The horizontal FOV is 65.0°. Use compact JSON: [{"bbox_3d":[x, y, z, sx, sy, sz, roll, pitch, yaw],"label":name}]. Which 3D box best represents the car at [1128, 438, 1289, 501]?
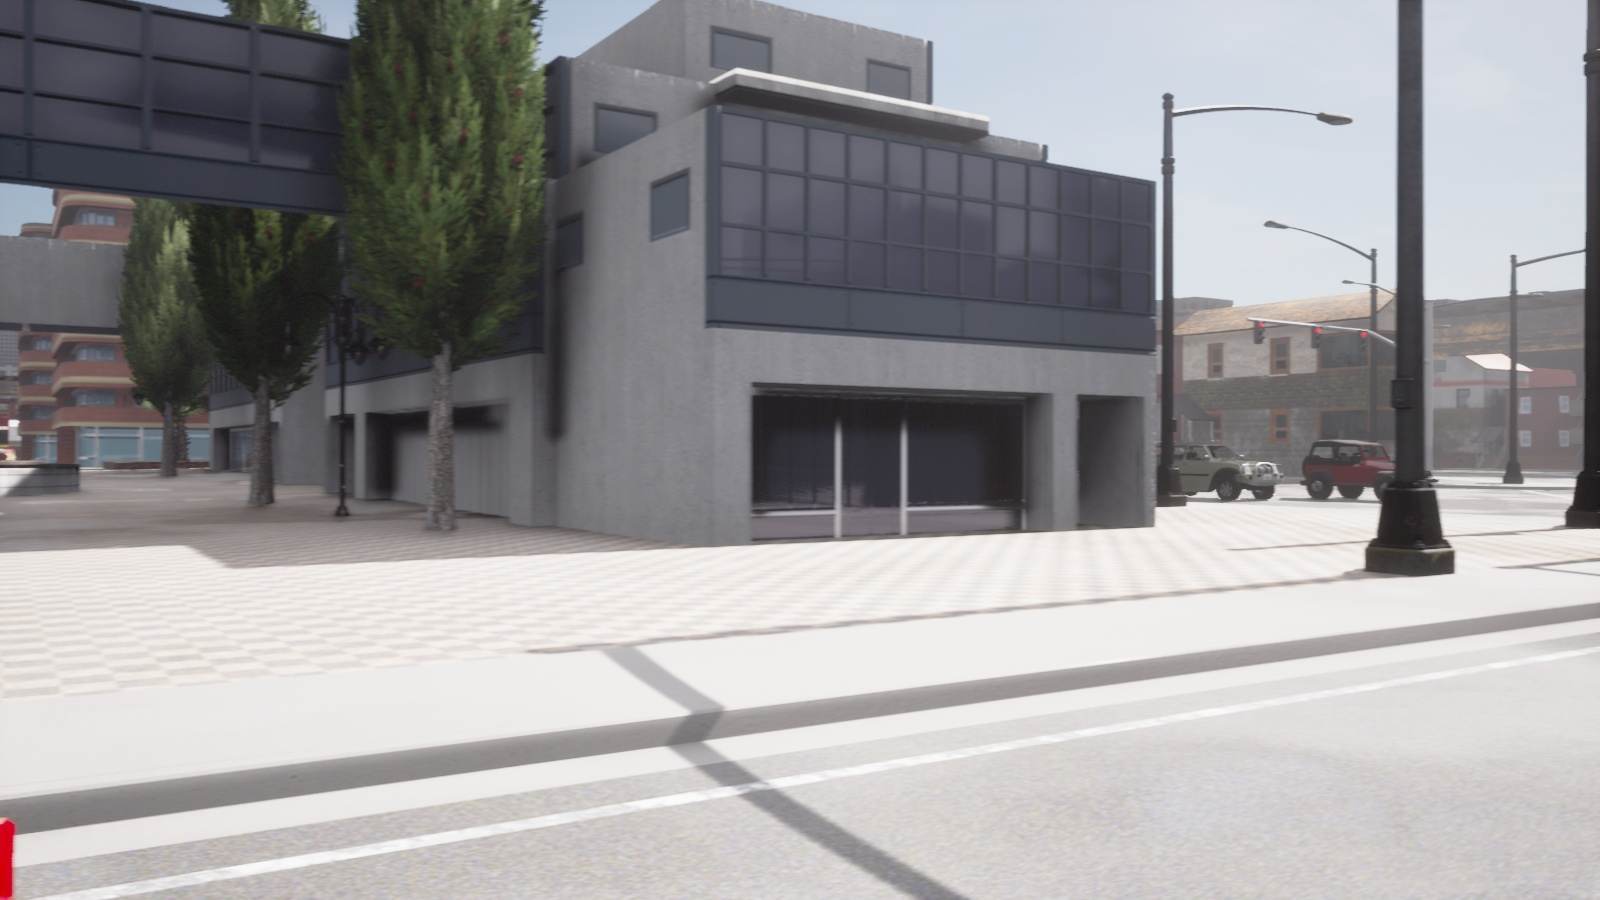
[{"bbox_3d":[12.727,0.561,39.377,1.932,1.855,4.605,0,0,-33],"label":"car"}]

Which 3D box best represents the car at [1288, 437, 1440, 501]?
[{"bbox_3d":[17.345,0.540,38.779,1.905,1.878,3.866,0,0,-32],"label":"car"}]
